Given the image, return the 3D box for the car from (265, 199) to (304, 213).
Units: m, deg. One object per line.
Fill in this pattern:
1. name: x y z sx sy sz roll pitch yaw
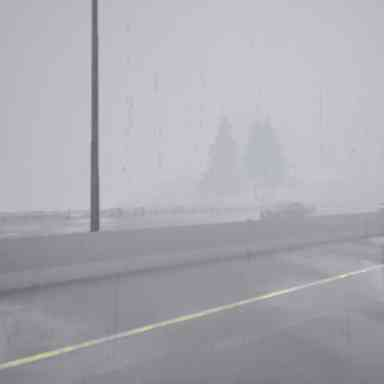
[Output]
1. car: 10.355 1.564 37.115 4.181 1.385 1.994 0 0 -35

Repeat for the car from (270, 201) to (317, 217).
1. car: 10.032 1.600 32.613 4.718 1.301 1.895 0 0 -35

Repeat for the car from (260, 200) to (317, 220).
1. car: 7.489 1.504 26.507 4.892 1.490 1.837 0 0 -35

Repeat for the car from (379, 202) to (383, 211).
1. car: 19.615 1.218 30.800 5.566 2.045 2.150 0 0 -35
